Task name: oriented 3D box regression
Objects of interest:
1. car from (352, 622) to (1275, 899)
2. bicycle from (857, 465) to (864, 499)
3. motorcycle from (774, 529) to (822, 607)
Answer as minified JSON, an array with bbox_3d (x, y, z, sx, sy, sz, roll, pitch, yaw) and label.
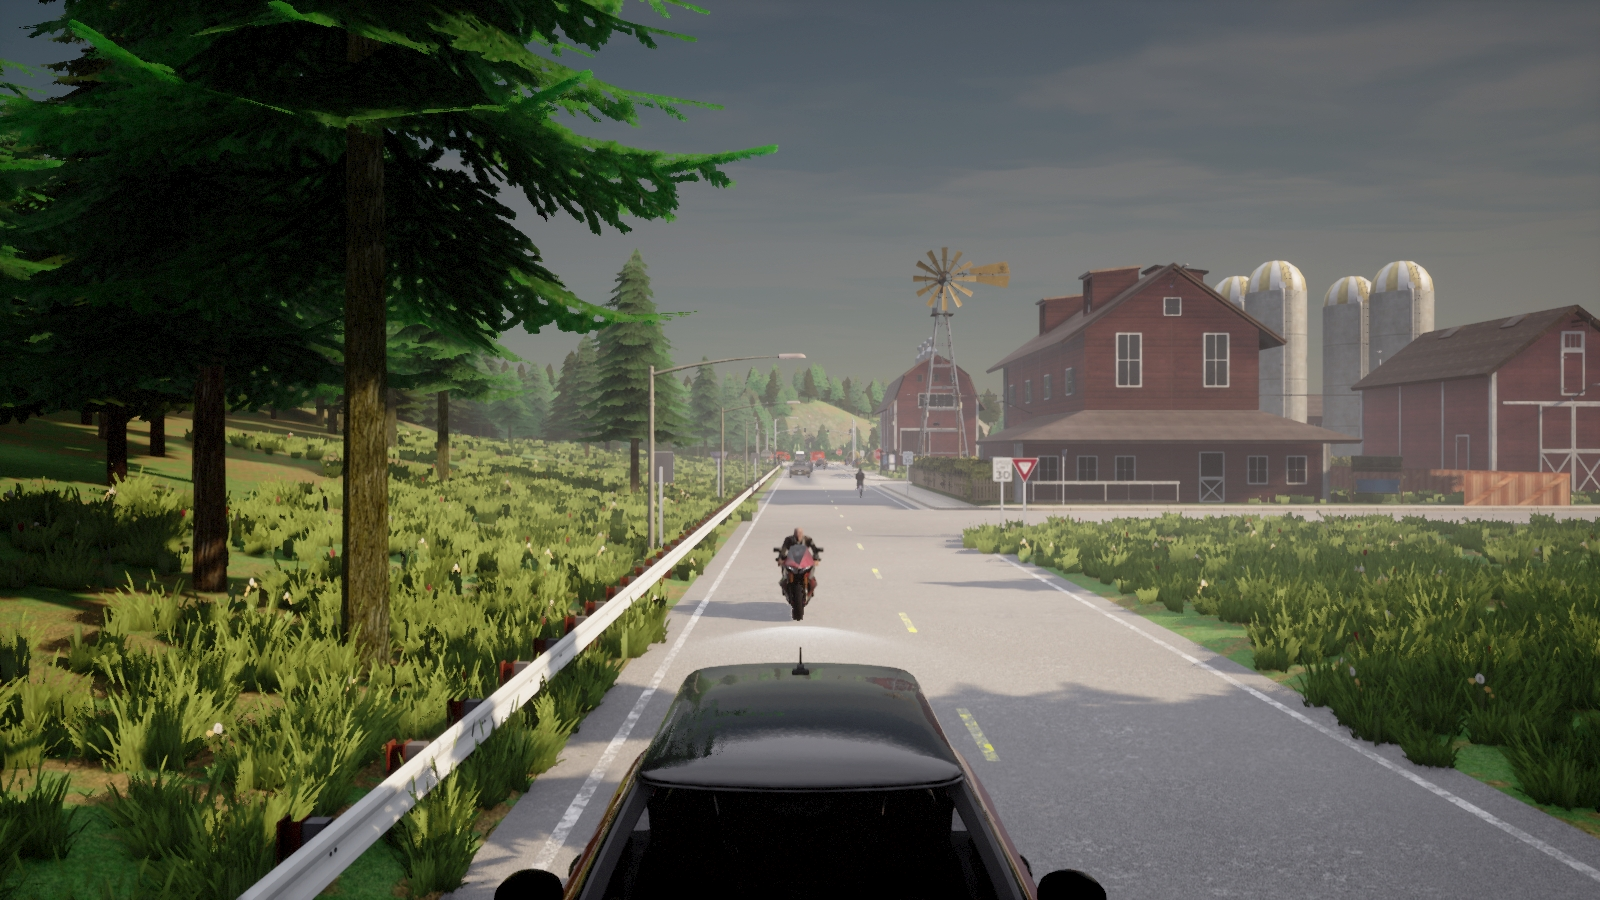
[{"bbox_3d":[0.033,1.906,4.501,2.097,1.767,4.553,0,0,0],"label":"car"},{"bbox_3d":[3.513,1.837,66.710,0.329,1.919,1.835,0,0,0],"label":"bicycle"},{"bbox_3d":[-0.042,2.205,21.738,0.867,1.251,2.209,0,0,0],"label":"motorcycle"}]
